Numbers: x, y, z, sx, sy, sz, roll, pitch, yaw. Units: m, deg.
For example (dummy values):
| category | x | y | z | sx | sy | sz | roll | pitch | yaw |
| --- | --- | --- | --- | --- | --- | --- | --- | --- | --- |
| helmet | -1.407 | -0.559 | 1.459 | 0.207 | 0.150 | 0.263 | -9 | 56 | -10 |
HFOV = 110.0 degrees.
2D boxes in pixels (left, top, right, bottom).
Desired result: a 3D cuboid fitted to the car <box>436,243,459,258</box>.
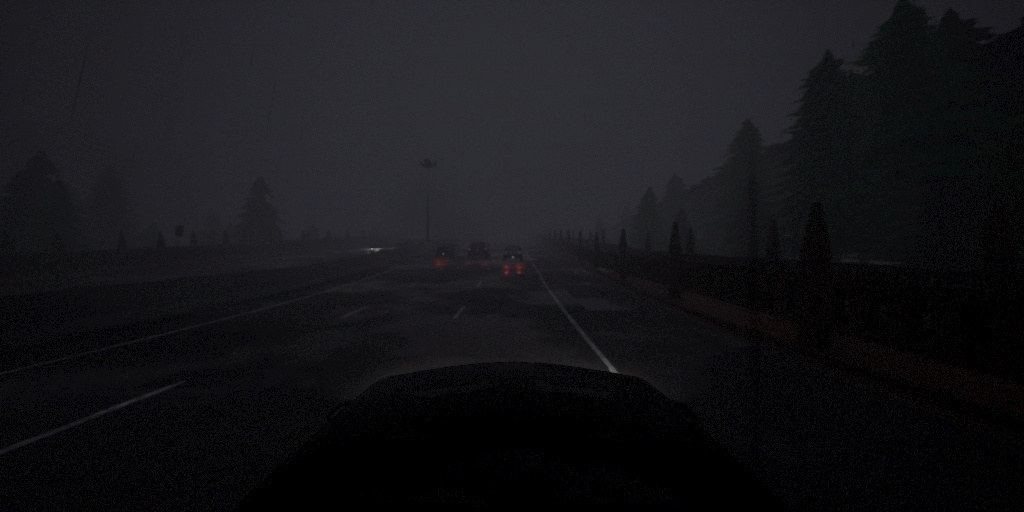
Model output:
| category | x | y | z | sx | sy | sz | roll | pitch | yaw |
| --- | --- | --- | --- | --- | --- | --- | --- | --- | --- |
| car | -6.886 | -0.662 | 38.409 | 1.837 | 1.490 | 4.892 | 0 | 5 | 0 |

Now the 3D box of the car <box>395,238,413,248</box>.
| category | x | y | z | sx | sy | sz | roll | pitch | yaw |
| --- | --- | --- | --- | --- | --- | --- | --- | --- | --- |
| car | -17.485 | -2.154 | 58.166 | 1.882 | 1.535 | 5.008 | 0 | 4 | 1 |

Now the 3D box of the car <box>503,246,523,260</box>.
| category | x | y | z | sx | sy | sz | roll | pitch | yaw |
| --- | --- | --- | --- | --- | --- | --- | --- | --- | --- |
| car | 0.096 | -0.332 | 35.005 | 1.895 | 1.301 | 4.718 | 0 | 4 | 0 |

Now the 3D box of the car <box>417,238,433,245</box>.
| category | x | y | z | sx | sy | sz | roll | pitch | yaw |
| --- | --- | --- | --- | --- | --- | --- | --- | --- | --- |
| car | -13.988 | -2.117 | 58.163 | 1.812 | 1.442 | 4.674 | 0 | 4 | 1 |

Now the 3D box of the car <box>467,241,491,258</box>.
| category | x | y | z | sx | sy | sz | roll | pitch | yaw |
| --- | --- | --- | --- | --- | --- | --- | --- | --- | --- |
| car | -3.390 | -0.764 | 37.540 | 2.097 | 1.767 | 4.553 | 0 | 4 | 0 |

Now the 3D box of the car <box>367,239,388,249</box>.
| category | x | y | z | sx | sy | sz | roll | pitch | yaw |
| --- | --- | --- | --- | --- | --- | --- | --- | --- | --- |
| car | -20.983 | -1.900 | 56.093 | 1.994 | 1.385 | 4.181 | 0 | 4 | 1 |
